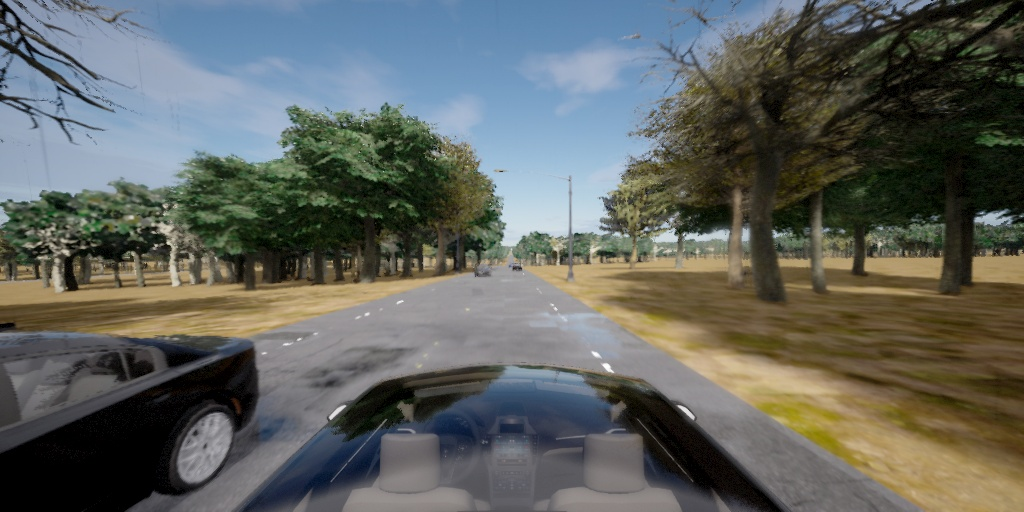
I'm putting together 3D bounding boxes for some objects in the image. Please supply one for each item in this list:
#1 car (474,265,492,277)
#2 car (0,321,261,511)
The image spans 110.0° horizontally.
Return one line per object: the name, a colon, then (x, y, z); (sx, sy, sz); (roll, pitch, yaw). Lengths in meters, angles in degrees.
car: (-3.570, 1.826, 44.429); (1.837, 1.490, 4.892); (0, -1, 0)
car: (-3.598, 1.227, 1.702); (1.882, 1.535, 5.008); (0, -1, 0)
